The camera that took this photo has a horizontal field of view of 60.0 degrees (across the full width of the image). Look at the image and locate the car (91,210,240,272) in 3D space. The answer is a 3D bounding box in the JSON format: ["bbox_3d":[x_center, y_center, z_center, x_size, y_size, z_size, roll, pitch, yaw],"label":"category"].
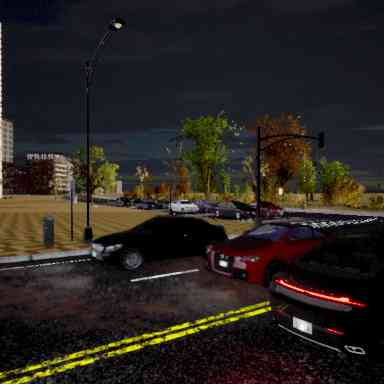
[{"bbox_3d":[-0.884,1.525,10.897,4.674,1.442,1.812,0,0,-34],"label":"car"}]

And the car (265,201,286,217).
[{"bbox_3d":[6.597,1.573,30.849,1.812,1.442,4.674,0,0,-30],"label":"car"}]

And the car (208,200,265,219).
[{"bbox_3d":[3.795,1.564,29.216,1.837,1.490,4.892,0,0,-32],"label":"car"}]

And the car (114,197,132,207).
[{"bbox_3d":[-11.238,1.626,54.202,1.837,1.490,4.892,0,0,-29],"label":"car"}]

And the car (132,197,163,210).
[{"bbox_3d":[-6.189,1.667,45.535,1.994,1.385,4.181,0,0,-31],"label":"car"}]

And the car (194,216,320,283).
[{"bbox_3d":[2.425,1.563,9.206,4.181,1.385,1.994,0,0,-34],"label":"car"}]

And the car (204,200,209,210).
[{"bbox_3d":[1.511,1.618,39.111,2.033,1.411,5.357,0,0,-32],"label":"car"}]

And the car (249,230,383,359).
[{"bbox_3d":[3.452,1.504,5.733,4.892,1.490,1.837,0,0,-34],"label":"car"}]

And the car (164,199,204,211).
[{"bbox_3d":[-1.007,1.607,37.004,1.812,1.442,4.674,0,0,-31],"label":"car"}]

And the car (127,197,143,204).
[{"bbox_3d":[-11.849,1.681,68.807,1.994,1.385,4.181,0,0,-29],"label":"car"}]
